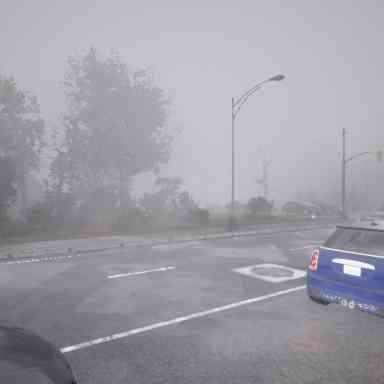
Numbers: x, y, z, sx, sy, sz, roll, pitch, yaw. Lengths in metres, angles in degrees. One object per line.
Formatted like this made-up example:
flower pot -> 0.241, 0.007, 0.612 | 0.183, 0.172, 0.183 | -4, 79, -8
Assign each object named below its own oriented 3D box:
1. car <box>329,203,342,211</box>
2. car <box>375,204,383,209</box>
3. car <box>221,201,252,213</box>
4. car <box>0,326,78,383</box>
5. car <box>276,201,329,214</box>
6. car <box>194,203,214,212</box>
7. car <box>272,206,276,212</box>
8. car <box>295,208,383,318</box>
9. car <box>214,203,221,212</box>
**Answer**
car -> 14.608, 1.721, 37.637 | 2.128, 1.511, 4.902 | 0, -2, -33
car -> 12.578, 1.536, 20.984 | 4.902, 1.511, 2.128 | 0, 0, -33
car -> 6.387, 1.924, 44.173 | 2.097, 1.767, 4.553 | 0, -3, -32
car -> -3.060, 1.492, 1.563 | 4.902, 1.511, 2.128 | 0, 0, -36
car -> 11.712, 1.724, 35.734 | 1.837, 1.490, 4.892 | 0, -1, -29
car -> 1.040, 2.608, 52.711 | 1.812, 1.442, 4.674 | 0, -3, -32
car -> 9.374, 2.126, 45.995 | 2.033, 1.411, 5.357 | 0, -3, -32
car -> 4.470, 1.361, 6.892 | 4.553, 1.767, 2.097 | 0, 0, -35
car -> 3.838, 2.599, 54.834 | 2.128, 1.511, 4.902 | 0, -3, -32
